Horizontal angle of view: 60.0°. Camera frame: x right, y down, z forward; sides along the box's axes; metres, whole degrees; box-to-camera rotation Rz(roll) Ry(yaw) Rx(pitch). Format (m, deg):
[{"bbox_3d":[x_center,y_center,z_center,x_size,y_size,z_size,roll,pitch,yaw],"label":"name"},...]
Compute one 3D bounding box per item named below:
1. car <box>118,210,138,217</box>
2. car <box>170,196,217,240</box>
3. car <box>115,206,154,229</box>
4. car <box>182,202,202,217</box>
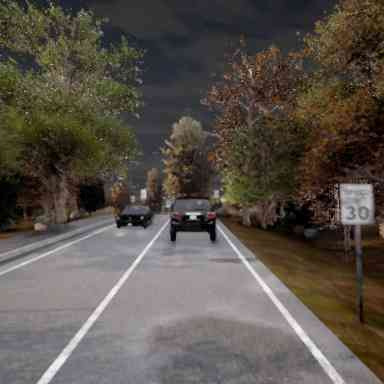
[{"bbox_3d":[-16.315,5.496,85.161,1.882,1.535,5.008,-3,-4,36],"label":"car"},{"bbox_3d":[0.048,1.222,17.184,2.150,2.045,5.566,0,-1,0],"label":"car"},{"bbox_3d":[-3.662,1.611,21.822,1.895,1.301,4.718,0,0,0],"label":"car"},{"bbox_3d":[0.009,1.829,35.070,2.033,1.411,5.357,0,-2,0],"label":"car"}]
